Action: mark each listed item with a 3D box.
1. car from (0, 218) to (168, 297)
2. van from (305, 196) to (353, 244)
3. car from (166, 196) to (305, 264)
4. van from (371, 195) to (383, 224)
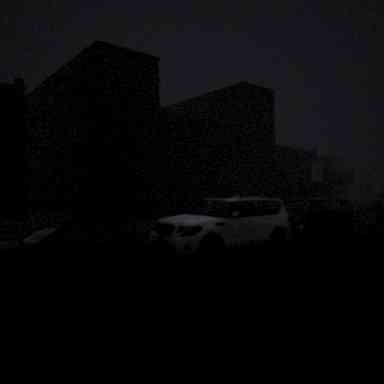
[{"bbox_3d":[-3.211,1.470,8.437,4.674,1.452,2.002,1,0,-36],"label":"car"},{"bbox_3d":[5.567,1.181,15.171,4.442,1.987,1.878,1,0,-41],"label":"van"},{"bbox_3d":[1.261,1.168,11.744,5.566,2.045,2.435,1,0,-40],"label":"car"},{"bbox_3d":[13.927,1.175,22.603,1.878,1.987,4.442,2,0,44],"label":"van"}]
